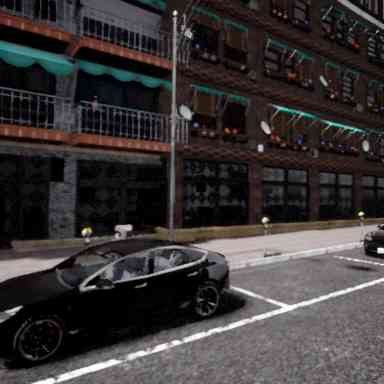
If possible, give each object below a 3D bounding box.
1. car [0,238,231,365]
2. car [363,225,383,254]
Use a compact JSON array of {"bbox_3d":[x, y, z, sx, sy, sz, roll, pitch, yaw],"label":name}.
[{"bbox_3d":[-1.240,1.552,5.822,4.313,1.339,1.947,0,1,-35],"label":"car"},{"bbox_3d":[8.100,1.580,12.230,4.313,1.339,1.947,0,1,-35],"label":"car"}]
